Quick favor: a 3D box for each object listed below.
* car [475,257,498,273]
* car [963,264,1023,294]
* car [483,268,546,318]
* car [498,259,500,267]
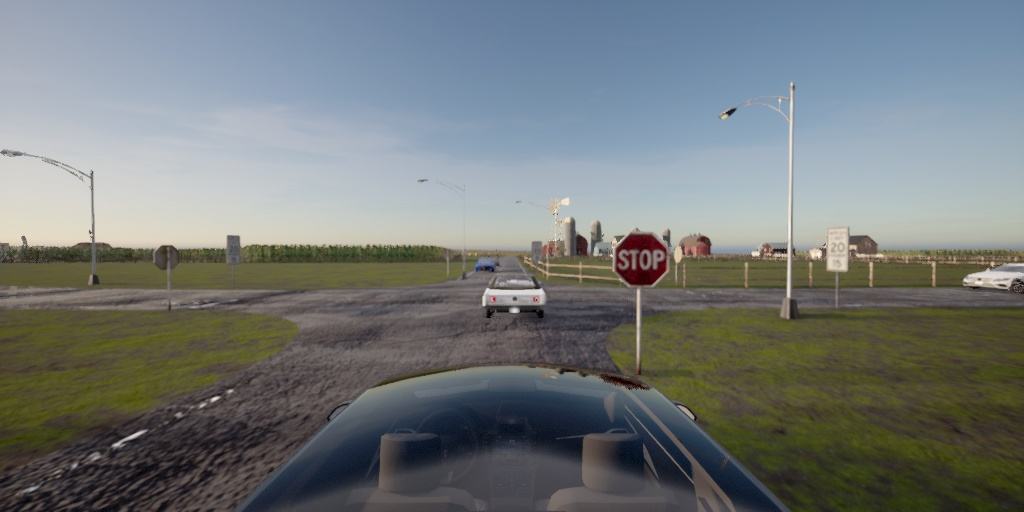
[{"bbox_3d":[-2.836,0.945,38.615,1.882,1.535,5.008,0,1,0],"label":"car"},{"bbox_3d":[26.317,1.110,18.488,4.674,1.442,1.812,0,1,-2],"label":"car"},{"bbox_3d":[0.088,1.285,12.714,1.895,1.301,4.718,0,0,0],"label":"car"},{"bbox_3d":[-2.819,0.846,53.823,2.128,1.511,4.902,0,0,0],"label":"car"}]
